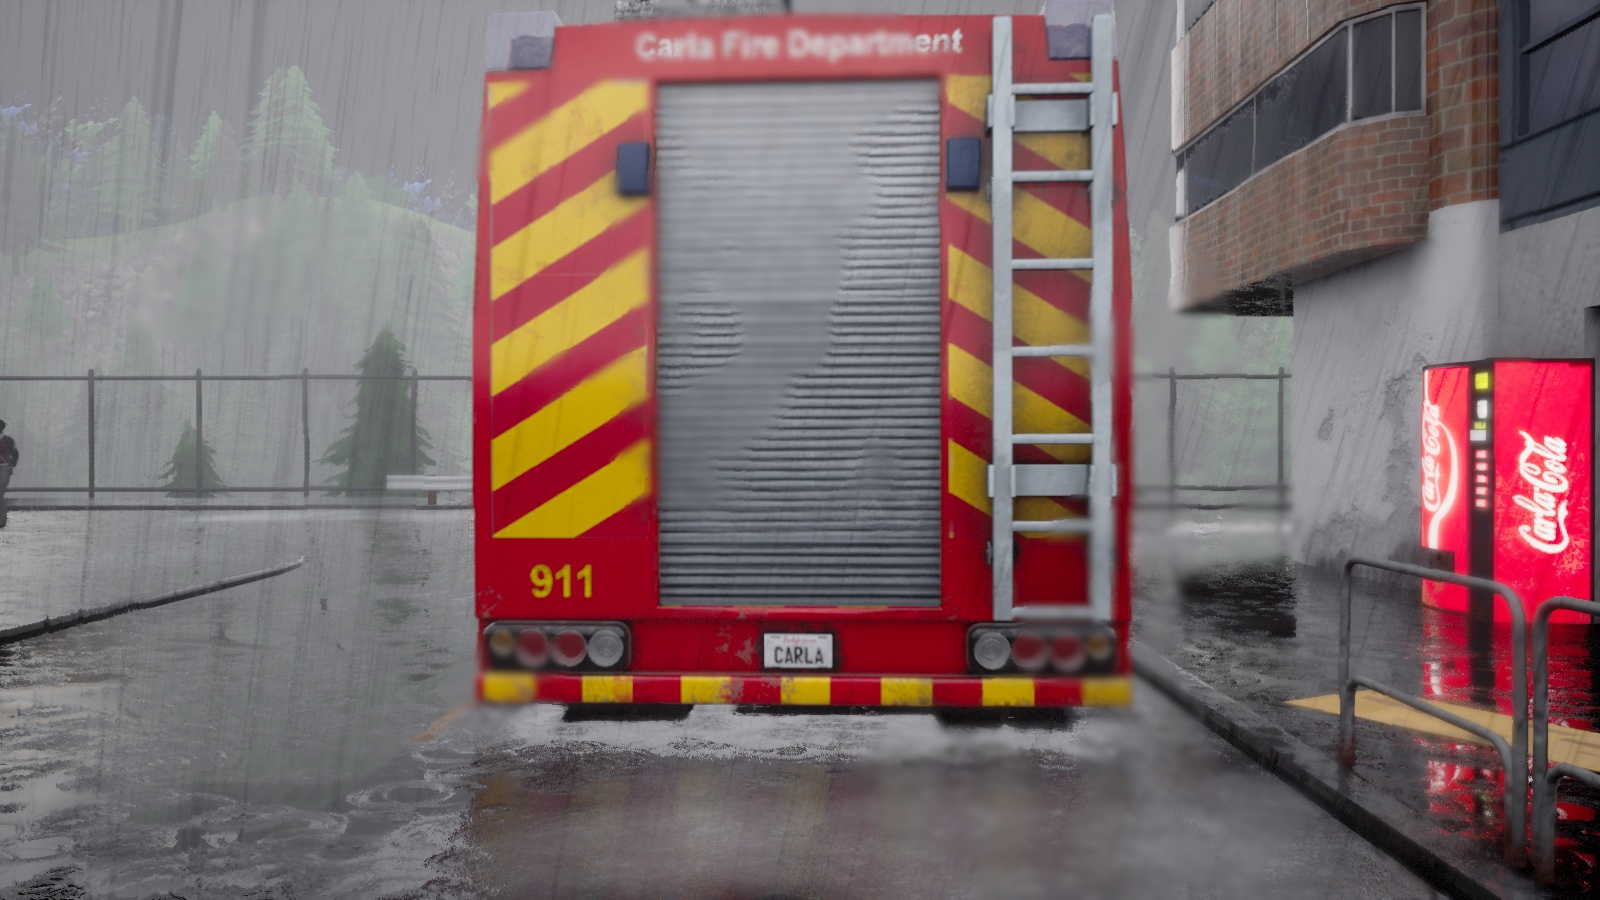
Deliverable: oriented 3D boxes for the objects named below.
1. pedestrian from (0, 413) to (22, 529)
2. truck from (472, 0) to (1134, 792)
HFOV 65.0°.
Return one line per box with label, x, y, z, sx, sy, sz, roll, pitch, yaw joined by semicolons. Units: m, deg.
pedestrian;-13.481;0.342;21.104;0.402;1.930;0.666;0;0;0
truck;0.242;-0.470;9.715;2.891;3.827;8.468;0;0;3
